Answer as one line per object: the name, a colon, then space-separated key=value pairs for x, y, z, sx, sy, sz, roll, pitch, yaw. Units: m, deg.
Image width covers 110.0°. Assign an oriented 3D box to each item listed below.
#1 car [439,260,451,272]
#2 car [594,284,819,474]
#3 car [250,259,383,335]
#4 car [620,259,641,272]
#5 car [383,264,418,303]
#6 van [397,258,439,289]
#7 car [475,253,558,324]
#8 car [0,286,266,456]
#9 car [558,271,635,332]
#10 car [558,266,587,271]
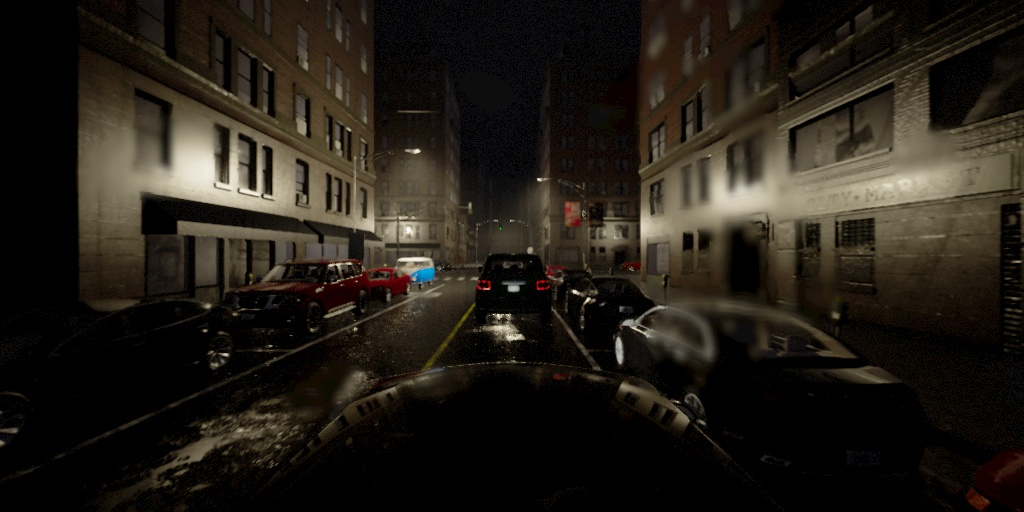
car: x=-9.064 y=1.127 z=40.705 sx=4.181 sy=1.385 sz=1.994 roll=0 pitch=0 yaw=17
car: x=2.668 y=1.285 z=4.902 sx=2.007 sy=1.370 sz=4.403 roll=0 pitch=0 yaw=0
car: x=-5.855 y=1.023 z=10.485 sx=2.192 sy=1.841 sz=5.009 roll=0 pitch=0 yaw=0
car: x=15.076 y=1.033 z=41.513 sx=5.008 sy=1.535 sz=1.882 roll=0 pitch=0 yaw=-1
car: x=-5.853 y=1.227 z=16.072 sx=1.888 sy=1.381 sz=4.507 roll=0 pitch=0 yaw=0
van: x=-5.851 y=0.996 z=21.658 sx=1.690 sy=1.789 sz=3.998 roll=0 pitch=0 yaw=0
car: x=0.030 y=0.922 z=11.961 sx=2.150 sy=2.045 sz=5.566 roll=0 pitch=0 yaw=0
car: x=-5.857 y=1.300 z=4.900 sx=1.948 sy=1.339 sz=4.313 roll=0 pitch=0 yaw=0
car: x=2.670 y=1.274 z=10.487 sx=1.948 sy=1.339 sz=4.313 roll=0 pitch=0 yaw=0
car: x=2.672 y=1.247 z=16.072 sx=1.948 sy=1.339 sz=4.313 roll=0 pitch=0 yaw=0
